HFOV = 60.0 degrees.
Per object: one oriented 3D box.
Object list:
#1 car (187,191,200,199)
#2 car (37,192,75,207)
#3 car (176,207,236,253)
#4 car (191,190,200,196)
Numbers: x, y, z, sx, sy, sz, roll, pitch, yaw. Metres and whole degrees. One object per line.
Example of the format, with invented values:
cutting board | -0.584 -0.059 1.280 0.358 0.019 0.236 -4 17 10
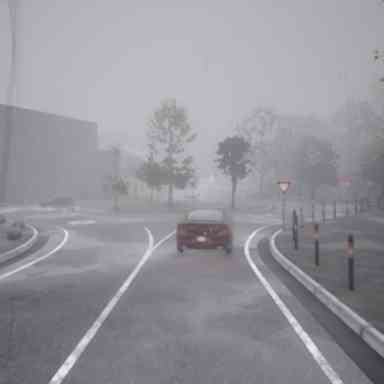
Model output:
car | -0.015 0.563 59.485 1.895 1.301 4.718 0 1 -1
car | -14.667 0.783 36.125 1.837 1.490 4.892 0 1 12
car | 0.665 1.310 12.968 1.882 1.535 5.008 0 1 8
car | 0.955 0.149 85.331 2.033 1.411 5.357 0 1 2
